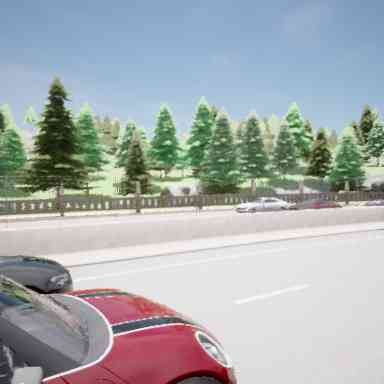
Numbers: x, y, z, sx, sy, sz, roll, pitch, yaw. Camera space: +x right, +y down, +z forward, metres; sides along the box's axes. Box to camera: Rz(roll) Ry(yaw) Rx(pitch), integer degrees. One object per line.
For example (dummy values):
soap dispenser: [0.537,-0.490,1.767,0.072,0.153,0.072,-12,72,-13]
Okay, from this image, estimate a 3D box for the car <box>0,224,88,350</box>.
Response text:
car: [-4.312,1.492,4.838,4.902,1.511,2.128,-1,1,-36]

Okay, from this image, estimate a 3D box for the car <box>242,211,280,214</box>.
car: [5.698,1.159,26.897,4.674,1.442,1.812,-1,1,-24]

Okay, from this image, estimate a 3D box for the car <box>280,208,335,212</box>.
car: [9.015,1.183,24.511,4.181,1.385,1.994,-1,1,-23]

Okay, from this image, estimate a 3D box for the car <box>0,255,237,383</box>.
car: [-1.803,1.349,2.319,4.553,1.767,2.097,-1,1,-36]

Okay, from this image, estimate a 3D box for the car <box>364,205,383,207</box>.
car: [12.811,1.161,22.331,4.181,1.385,1.994,-1,1,-21]
